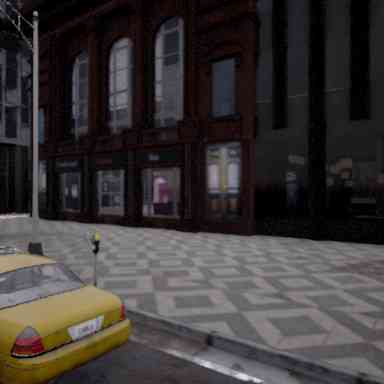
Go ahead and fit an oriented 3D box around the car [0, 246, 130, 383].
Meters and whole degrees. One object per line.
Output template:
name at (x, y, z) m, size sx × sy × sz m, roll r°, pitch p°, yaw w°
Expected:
car at (-3.094, 1.529, 5.165) m, size 4.829 × 1.417 × 1.752 m, roll 0°, pitch 0°, yaw 35°
